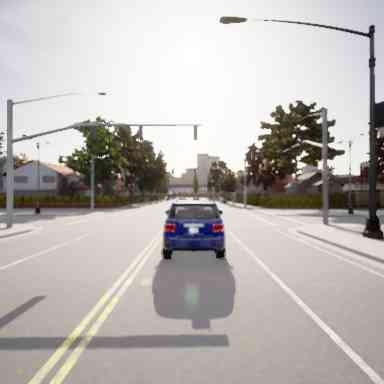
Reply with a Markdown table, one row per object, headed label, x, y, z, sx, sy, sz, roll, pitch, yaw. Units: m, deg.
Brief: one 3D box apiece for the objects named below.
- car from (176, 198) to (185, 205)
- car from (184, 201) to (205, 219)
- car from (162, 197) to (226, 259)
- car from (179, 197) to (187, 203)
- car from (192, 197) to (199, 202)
| label | x | y | z | sx | sy | sz | roll | pitch | yaw |
| --- | --- | --- | --- | --- | --- | --- | --- | --- | --- |
| car | -2.547 | 2.049 | 75.595 | 1.882 | 1.535 | 5.008 | 0 | 0 | 0 |
| car | 0.315 | 1.728 | 33.118 | 1.882 | 1.535 | 5.008 | 0 | 0 | 2 |
| car | 0.078 | 1.323 | 13.223 | 2.150 | 2.045 | 5.566 | 0 | 0 | 0 |
| car | -2.411 | 2.230 | 91.391 | 2.033 | 1.411 | 5.357 | 0 | 0 | 0 |
| car | 1.124 | 2.266 | 95.505 | 1.994 | 1.385 | 4.181 | 0 | 0 | 0 |
